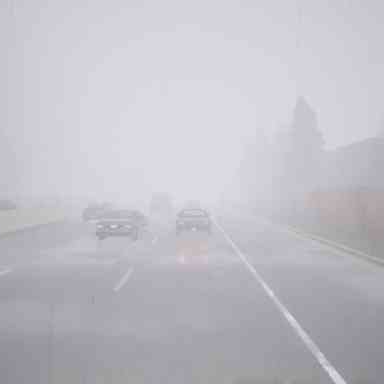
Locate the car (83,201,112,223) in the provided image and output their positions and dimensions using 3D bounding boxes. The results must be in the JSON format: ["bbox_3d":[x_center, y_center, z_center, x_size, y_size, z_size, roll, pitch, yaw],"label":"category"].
[{"bbox_3d":[-6.905,1.503,25.688,2.128,1.511,4.902,0,0,0],"label":"car"}]

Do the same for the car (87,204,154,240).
[{"bbox_3d":[-3.404,1.555,16.995,2.033,1.411,5.357,0,0,0],"label":"car"}]

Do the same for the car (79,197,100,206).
[{"bbox_3d":[-17.512,1.572,57.047,2.033,1.411,5.357,0,0,0],"label":"car"}]

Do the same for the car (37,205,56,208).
[{"bbox_3d":[-21.037,1.374,48.961,2.097,1.767,4.553,0,0,1],"label":"car"}]

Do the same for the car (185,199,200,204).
[{"bbox_3d":[0.091,1.580,41.229,1.994,1.385,4.181,0,0,0],"label":"car"}]

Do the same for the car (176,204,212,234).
[{"bbox_3d":[0.096,1.609,19.073,1.895,1.301,4.718,0,0,0],"label":"car"}]

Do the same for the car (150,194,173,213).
[{"bbox_3d":[-3.422,1.237,37.561,2.150,2.045,5.566,0,0,-1],"label":"car"}]

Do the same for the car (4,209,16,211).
[{"bbox_3d":[-14.095,1.363,23.328,2.097,1.767,4.553,0,0,0],"label":"car"}]
